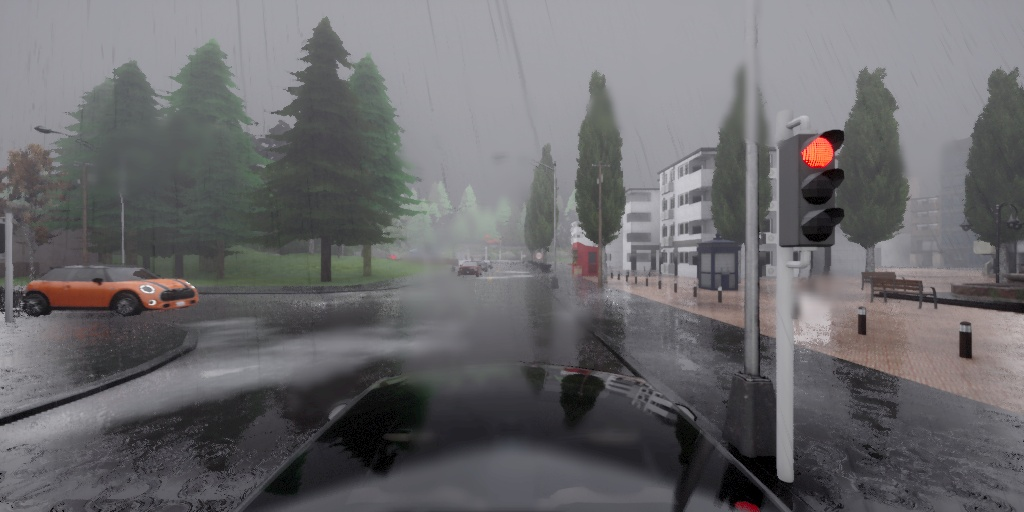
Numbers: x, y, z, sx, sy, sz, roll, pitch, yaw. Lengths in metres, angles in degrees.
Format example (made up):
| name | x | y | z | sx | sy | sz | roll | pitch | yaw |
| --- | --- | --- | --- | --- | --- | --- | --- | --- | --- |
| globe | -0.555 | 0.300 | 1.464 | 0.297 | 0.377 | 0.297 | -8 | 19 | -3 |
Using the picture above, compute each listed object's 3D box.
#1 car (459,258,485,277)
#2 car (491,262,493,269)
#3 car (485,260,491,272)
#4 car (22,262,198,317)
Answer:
| name | x | y | z | sx | sy | sz | roll | pitch | yaw |
| --- | --- | --- | --- | --- | --- | --- | --- | --- | --- |
| car | -4.095 | 1.228 | 35.729 | 1.882 | 1.535 | 5.008 | 0 | 0 | 0 |
| car | -4.039 | 1.276 | 55.776 | 1.812 | 1.442 | 4.674 | 0 | 0 | 0 |
| car | -4.081 | 1.314 | 45.649 | 1.994 | 1.385 | 4.181 | 0 | 0 | 0 |
| car | -14.000 | 1.102 | 12.720 | 4.553 | 1.767 | 2.097 | 0 | 0 | 0 |
